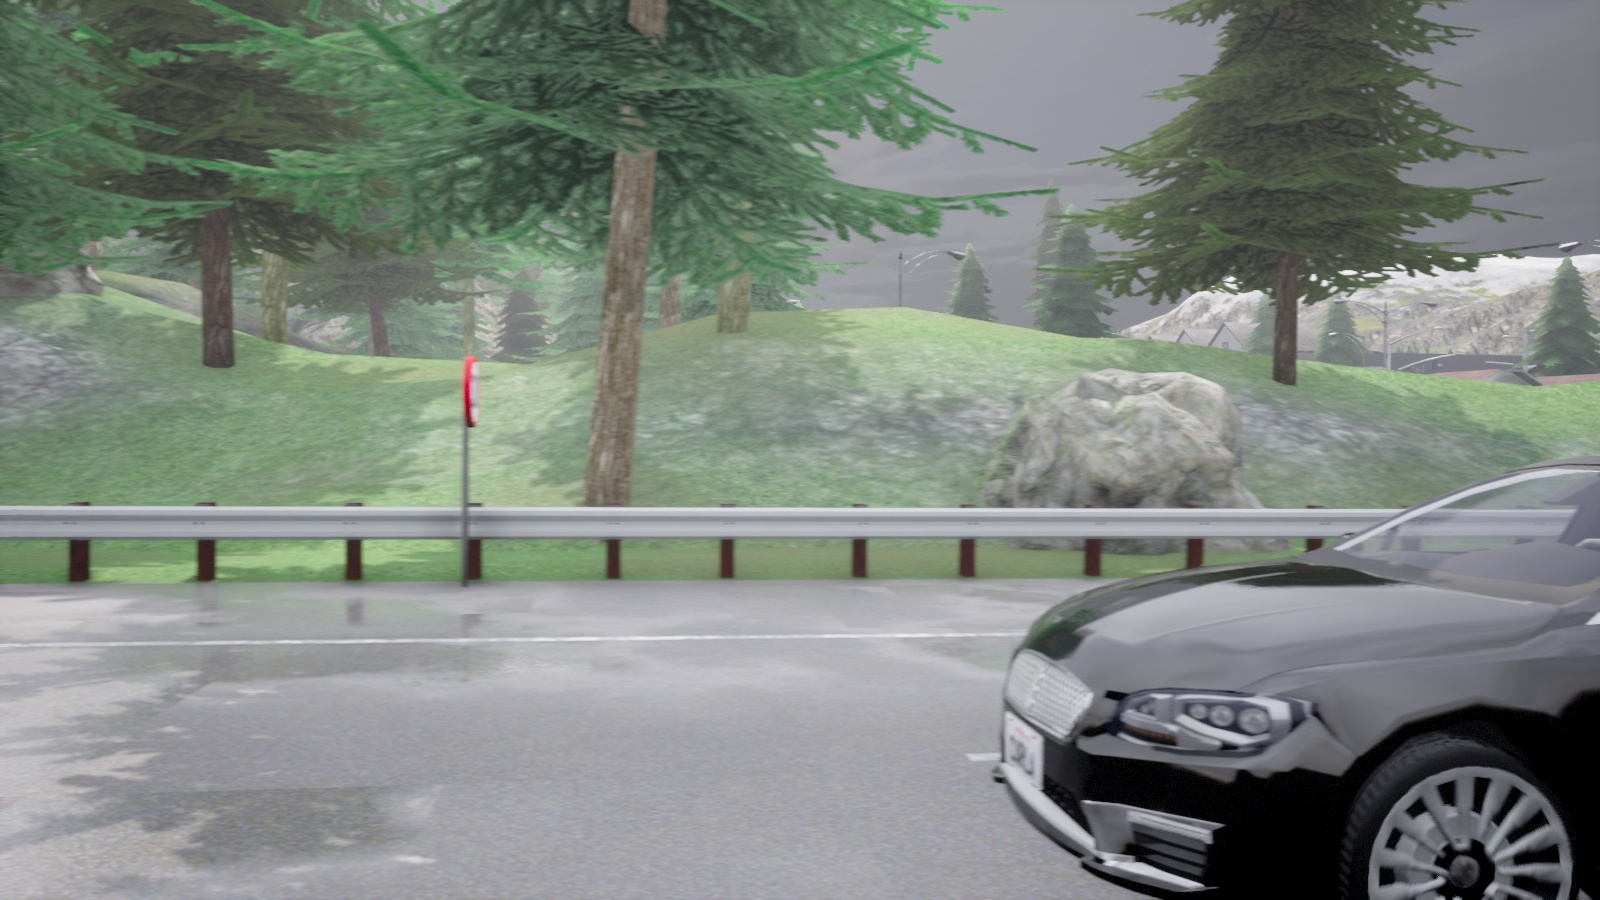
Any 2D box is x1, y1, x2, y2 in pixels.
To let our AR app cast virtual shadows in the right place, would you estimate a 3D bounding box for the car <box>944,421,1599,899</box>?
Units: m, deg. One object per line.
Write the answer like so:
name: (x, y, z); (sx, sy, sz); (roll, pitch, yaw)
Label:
car: (3.177, 0.647, 4.489); (4.902, 1.511, 2.128); (-1, 1, -8)
